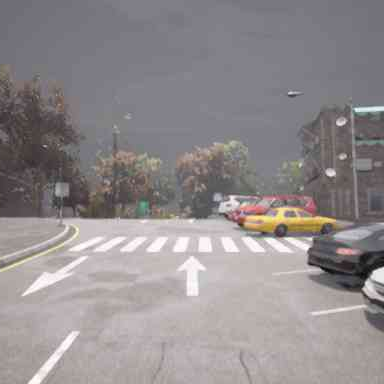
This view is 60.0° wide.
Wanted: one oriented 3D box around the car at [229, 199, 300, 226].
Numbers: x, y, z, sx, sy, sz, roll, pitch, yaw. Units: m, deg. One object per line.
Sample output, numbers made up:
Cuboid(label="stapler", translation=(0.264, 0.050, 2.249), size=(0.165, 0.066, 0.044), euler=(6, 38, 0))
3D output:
Cuboid(label="car", translation=(5.226, 1.410, 24.098), size=(4.553, 1.767, 2.185), euler=(1, -1, -21))

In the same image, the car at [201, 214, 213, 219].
Cuboid(label="car", translation=(3.337, 4.176, 51.319), size=(1.882, 1.535, 5.008), euler=(-5, -9, 38))

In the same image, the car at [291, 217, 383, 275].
Cuboid(label="car", translation=(5.320, 1.545, 8.978), size=(4.674, 1.452, 2.002), euler=(1, 0, -20))

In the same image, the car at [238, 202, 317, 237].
Cuboid(label="car", translation=(5.481, 1.523, 18.098), size=(5.366, 1.575, 1.946), euler=(1, 0, -20))

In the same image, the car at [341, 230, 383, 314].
Cuboid(label="car", translation=(5.322, 1.539, 5.949), size=(4.674, 1.452, 2.002), euler=(1, 0, -20))

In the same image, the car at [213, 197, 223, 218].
Cuboid(label="car", translation=(5.146, 1.452, 30.075), size=(5.566, 2.045, 2.435), euler=(2, -5, -20))

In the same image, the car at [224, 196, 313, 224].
Cuboid(label="car", translation=(5.265, 1.278, 21.047), size=(5.566, 2.045, 2.435), euler=(1, 0, -21))
